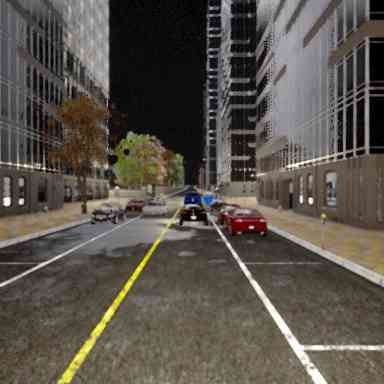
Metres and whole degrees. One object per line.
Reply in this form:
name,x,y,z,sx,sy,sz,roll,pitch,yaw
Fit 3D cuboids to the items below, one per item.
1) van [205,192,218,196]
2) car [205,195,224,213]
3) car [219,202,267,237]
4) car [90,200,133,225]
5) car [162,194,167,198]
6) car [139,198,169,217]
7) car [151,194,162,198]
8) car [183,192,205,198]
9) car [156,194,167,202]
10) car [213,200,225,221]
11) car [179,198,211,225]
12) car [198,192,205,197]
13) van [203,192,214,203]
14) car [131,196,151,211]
van,2.685,1.060,45.767,1.690,1.788,3.998,0,1,0
car,2.685,1.360,34.364,2.008,1.369,4.403,0,0,0
car,2.687,1.453,17.265,1.887,1.381,4.507,0,0,0
car,-5.695,1.429,22.962,2.008,1.369,4.403,0,0,0
car,-5.778,1.175,57.162,1.947,1.339,4.313,0,1,0
car,-3.104,1.445,28.979,1.895,1.301,4.718,0,0,0
car,-5.697,1.285,45.766,1.947,1.339,4.313,0,0,0
car,0.095,0.987,40.563,2.150,2.045,5.566,0,1,0
car,-5.828,1.064,64.395,1.752,1.417,4.829,0,1,0
car,2.686,1.460,22.962,1.802,1.307,4.206,0,0,0
car,0.095,1.404,22.760,1.812,1.442,4.674,0,0,0
car,2.677,0.675,95.287,1.967,1.590,4.097,0,1,0
van,2.765,0.950,57.163,1.690,1.788,3.998,0,1,0
car,-5.696,1.354,34.362,1.887,1.381,4.507,0,0,0
